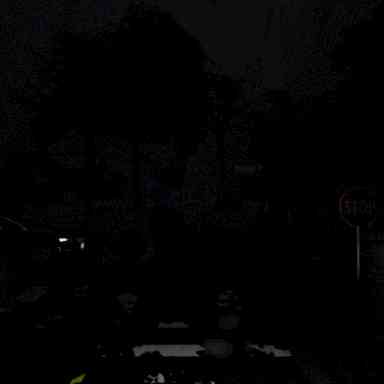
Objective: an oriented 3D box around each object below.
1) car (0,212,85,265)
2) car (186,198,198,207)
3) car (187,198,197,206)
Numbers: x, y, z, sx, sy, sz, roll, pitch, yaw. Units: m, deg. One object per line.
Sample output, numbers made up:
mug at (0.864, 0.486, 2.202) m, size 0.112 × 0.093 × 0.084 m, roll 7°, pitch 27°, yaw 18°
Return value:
car at (-6.089, 1.429, 11.028) m, size 4.902 × 1.511 × 2.128 m, roll 2°, pitch -1°, yaw -1°
car at (0.075, 1.909, 57.015) m, size 1.994 × 1.385 × 4.181 m, roll 0°, pitch -1°, yaw 0°
car at (-0.022, 1.972, 66.894) m, size 1.837 × 1.490 × 4.892 m, roll 0°, pitch -1°, yaw 0°
